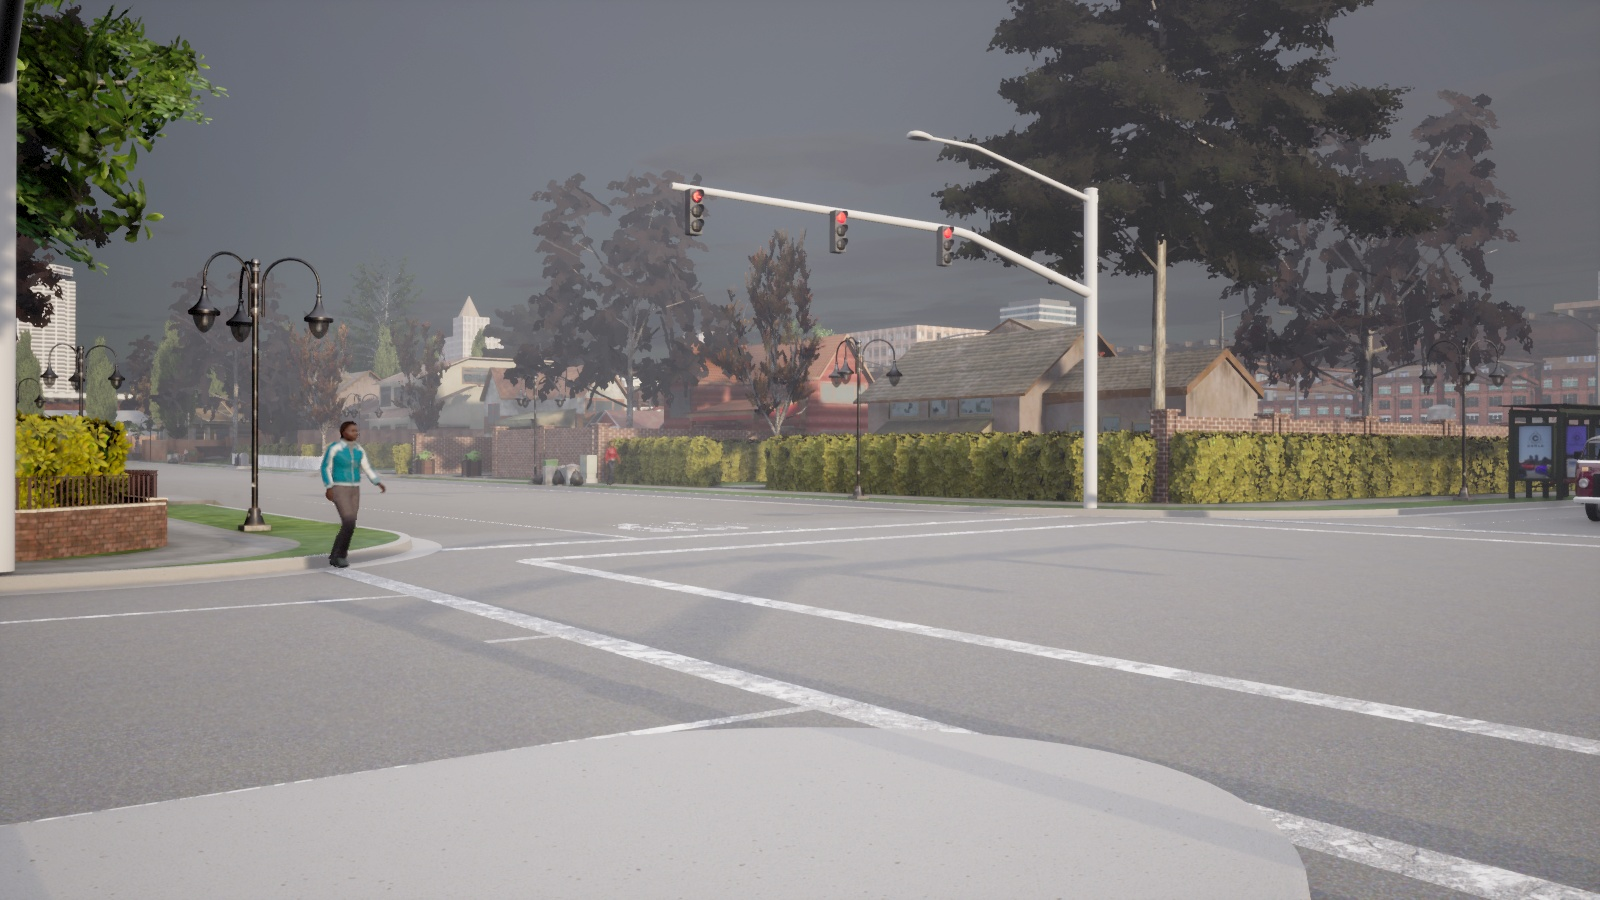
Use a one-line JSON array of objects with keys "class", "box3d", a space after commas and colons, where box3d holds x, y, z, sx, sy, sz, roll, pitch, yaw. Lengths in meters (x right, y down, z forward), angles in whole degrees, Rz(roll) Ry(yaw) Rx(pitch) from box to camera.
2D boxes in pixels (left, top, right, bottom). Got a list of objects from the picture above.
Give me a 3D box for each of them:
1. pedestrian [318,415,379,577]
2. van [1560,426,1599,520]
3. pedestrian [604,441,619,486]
[{"class": "pedestrian", "box3d": [-5.526, 0.549, 15.363, 0.692, 1.930, 0.396, 0, 0, 37]}, {"class": "van", "box3d": [19.198, 0.497, 28.227, 4.480, 2.038, 2.069, 0, 0, -37]}, {"class": "pedestrian", "box3d": [-7.667, 0.551, 51.119, 0.331, 1.846, 0.636, 0, 0, -36]}]
